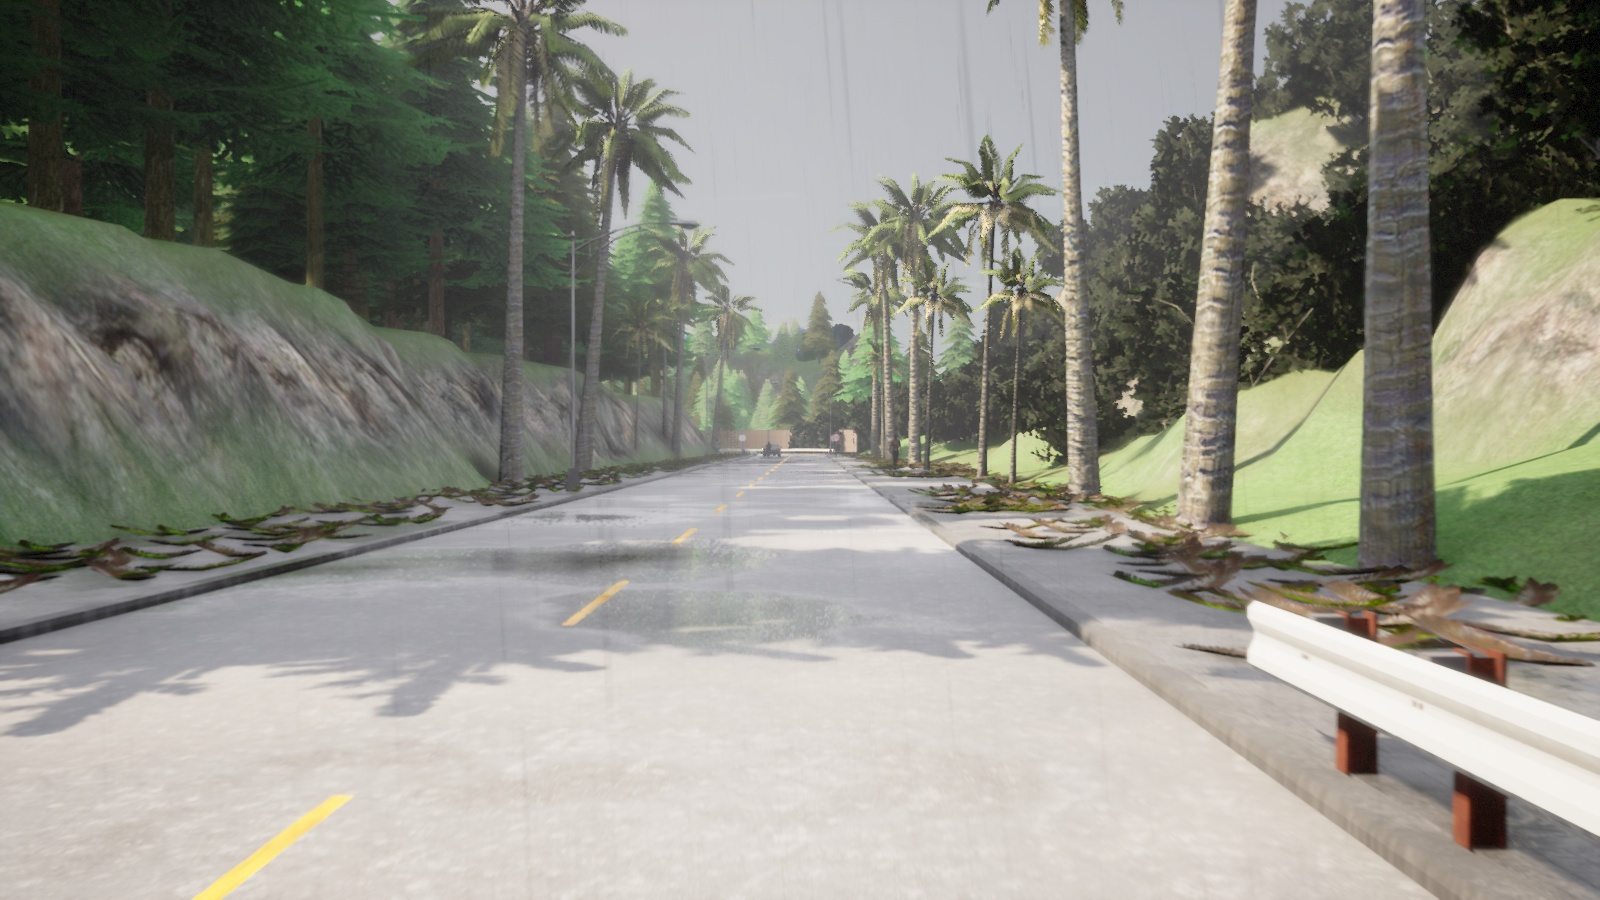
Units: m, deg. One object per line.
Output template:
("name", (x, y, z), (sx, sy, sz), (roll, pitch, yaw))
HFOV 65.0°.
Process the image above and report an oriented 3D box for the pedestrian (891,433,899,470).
("pedestrian", (4.691, 0.077, 61.734), (0.328, 1.805, 0.869), (0, 0, 1))
